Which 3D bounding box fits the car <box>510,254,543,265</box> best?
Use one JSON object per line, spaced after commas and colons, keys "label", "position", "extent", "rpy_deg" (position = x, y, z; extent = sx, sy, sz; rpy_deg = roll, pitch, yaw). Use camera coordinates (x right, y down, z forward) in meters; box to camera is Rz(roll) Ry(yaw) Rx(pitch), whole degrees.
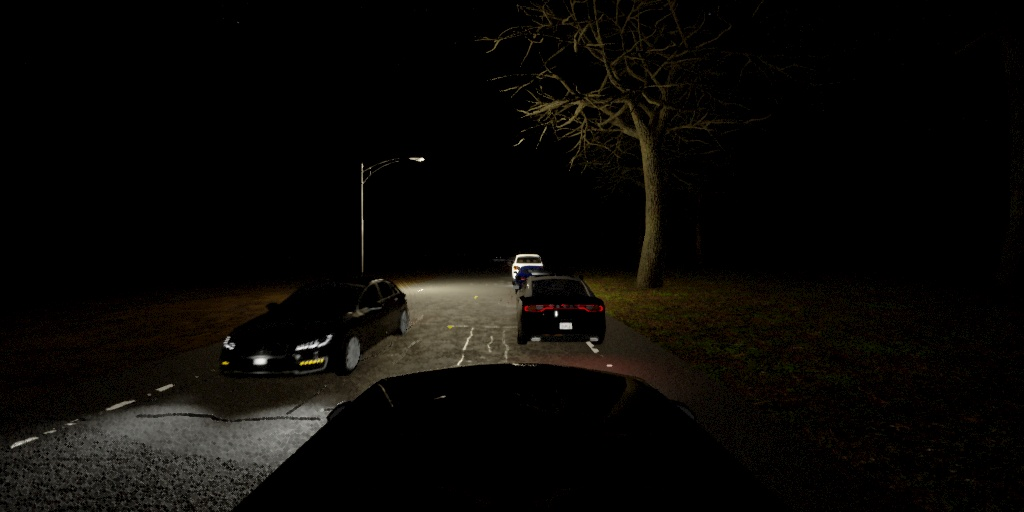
{"label": "car", "position": [1.089, 0.909, 25.549], "extent": [2.150, 2.045, 5.566], "rpy_deg": [0, 0, 0]}

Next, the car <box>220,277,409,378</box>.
{"label": "car", "position": [-3.591, 1.248, 7.547], "extent": [1.837, 1.490, 4.892], "rpy_deg": [0, 0, 0]}

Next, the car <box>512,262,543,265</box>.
{"label": "car", "position": [1.079, 1.236, 19.519], "extent": [1.812, 1.442, 4.674], "rpy_deg": [0, 0, 0]}

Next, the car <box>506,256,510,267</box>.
{"label": "car", "position": [0.148, 0.911, 54.525], "extent": [1.812, 1.442, 4.674], "rpy_deg": [0, 1, 0]}

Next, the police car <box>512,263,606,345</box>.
{"label": "police car", "position": [1.063, 1.164, 9.628], "extent": [1.930, 1.638, 5.238], "rpy_deg": [0, 0, 0]}
